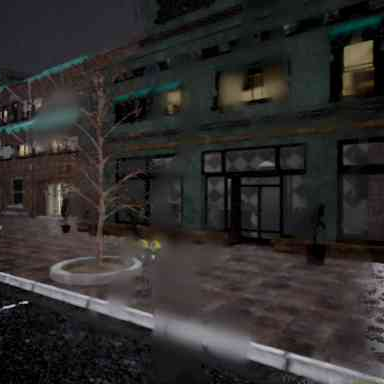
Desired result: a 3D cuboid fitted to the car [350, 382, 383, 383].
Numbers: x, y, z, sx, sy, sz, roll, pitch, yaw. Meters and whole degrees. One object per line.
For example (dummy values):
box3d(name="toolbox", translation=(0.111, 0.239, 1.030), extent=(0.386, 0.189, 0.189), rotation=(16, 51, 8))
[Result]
box3d(name="car", translation=(2.665, 1.515, 0.968), extent=(4.829, 1.417, 1.752), rotation=(0, 0, 36))
